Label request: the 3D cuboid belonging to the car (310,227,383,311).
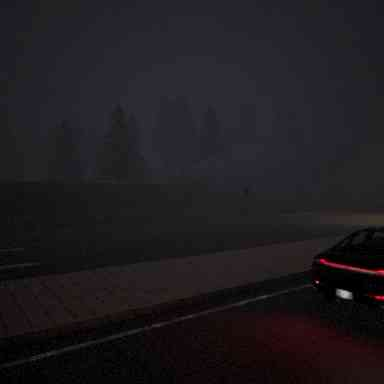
[{"bbox_3d":[4.516,1.491,6.966,4.902,1.511,2.128,0,0,-35],"label":"car"}]
